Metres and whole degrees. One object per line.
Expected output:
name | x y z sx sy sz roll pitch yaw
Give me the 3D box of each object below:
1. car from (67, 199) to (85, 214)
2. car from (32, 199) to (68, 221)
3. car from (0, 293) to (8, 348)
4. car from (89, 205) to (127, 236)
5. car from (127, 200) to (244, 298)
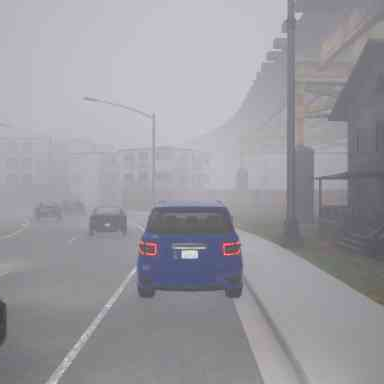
car | -12.644 1.491 34.017 2.128 1.511 4.902 0 0 -41
car | -11.862 1.492 27.132 2.128 1.511 4.902 0 0 -30
car | -3.300 1.220 1.652 2.150 2.045 5.566 0 0 0
car | -4.672 1.477 18.707 1.882 1.535 5.008 0 0 -12
car | -0.039 1.220 8.680 2.150 2.045 5.566 0 0 0
